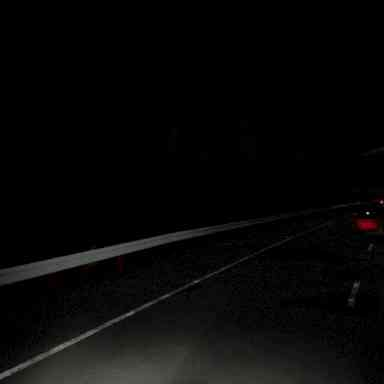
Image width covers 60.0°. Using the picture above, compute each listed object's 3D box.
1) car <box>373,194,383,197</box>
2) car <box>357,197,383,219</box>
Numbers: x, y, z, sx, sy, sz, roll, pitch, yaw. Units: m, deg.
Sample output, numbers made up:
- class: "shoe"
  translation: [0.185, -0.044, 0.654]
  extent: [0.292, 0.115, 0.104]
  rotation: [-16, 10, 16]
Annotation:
- class: "car"
  translation: [22.050, 1.221, 38.188]
  extent: [2.150, 2.045, 5.566]
  rotation: [0, 0, 35]
- class: "car"
  translation: [16.006, 1.505, 29.643]
  extent: [1.837, 1.490, 4.892]
  rotation: [0, 0, 35]
